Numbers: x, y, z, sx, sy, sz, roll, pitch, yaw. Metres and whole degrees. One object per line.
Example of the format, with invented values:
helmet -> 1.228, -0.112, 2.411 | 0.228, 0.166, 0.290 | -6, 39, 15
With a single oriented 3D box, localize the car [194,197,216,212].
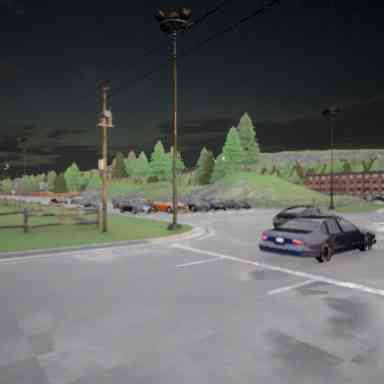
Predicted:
car -> 0.151, 1.349, 37.899 | 2.097, 1.767, 4.553 | 0, 0, -36

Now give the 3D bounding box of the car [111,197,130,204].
car -> -13.531, 1.573, 62.881 | 1.994, 1.385, 4.181 | 0, 0, -35

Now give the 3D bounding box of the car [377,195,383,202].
car -> 40.734, 1.451, 68.177 | 1.837, 1.490, 4.892 | 0, 0, 0

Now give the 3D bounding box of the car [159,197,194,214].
car -> -2.274, 1.352, 35.278 | 2.097, 1.767, 4.553 | 0, 0, -36

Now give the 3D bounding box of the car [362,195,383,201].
car -> 42.963, 1.383, 78.797 | 1.837, 1.490, 4.892 | 0, 0, -14

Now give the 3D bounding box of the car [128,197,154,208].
car -> -7.433, 1.530, 48.372 | 1.812, 1.442, 4.674 | 0, 0, -35

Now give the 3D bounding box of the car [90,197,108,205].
car -> -17.372, 1.578, 62.221 | 1.994, 1.385, 4.181 | 0, 0, -36

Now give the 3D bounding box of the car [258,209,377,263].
car -> 4.664, 1.542, 11.956 | 5.357, 1.411, 2.033 | 0, 0, -40

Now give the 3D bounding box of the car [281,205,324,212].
car -> 6.311, 1.497, 18.016 | 4.892, 1.490, 1.837 | 0, 0, -41

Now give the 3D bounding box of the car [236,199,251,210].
car -> 5.566, 1.555, 42.364 | 1.994, 1.385, 4.181 | 0, 0, -36

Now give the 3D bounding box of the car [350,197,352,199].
car -> 39.445, 1.449, 78.443 | 1.994, 1.385, 4.181 | 0, 0, -18

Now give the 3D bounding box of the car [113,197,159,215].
car -> -5.856, 1.495, 34.255 | 2.128, 1.511, 4.902 | 0, 0, -36

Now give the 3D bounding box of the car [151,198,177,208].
car -> -4.267, 1.564, 49.988 | 1.994, 1.385, 4.181 | 0, 0, -35

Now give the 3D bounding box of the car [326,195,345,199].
car -> 34.917, 1.433, 81.264 | 1.882, 1.535, 5.008 | 0, 0, -21

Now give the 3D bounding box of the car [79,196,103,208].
car -> -12.746, 1.500, 43.773 | 2.128, 1.511, 4.902 | 0, 0, -36

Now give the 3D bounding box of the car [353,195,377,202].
car -> 37.106, 1.455, 71.169 | 1.837, 1.490, 4.892 | 0, 0, -7

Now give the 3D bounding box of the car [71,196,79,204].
car -> -20.773, 1.543, 60.967 | 1.812, 1.442, 4.674 | 0, 0, -36

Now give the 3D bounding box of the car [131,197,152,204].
car -> -9.682, 1.606, 63.539 | 1.895, 1.301, 4.718 | 0, 0, -36

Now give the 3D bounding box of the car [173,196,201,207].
car -> -0.836, 1.474, 51.217 | 1.882, 1.535, 5.008 | 0, 0, -36

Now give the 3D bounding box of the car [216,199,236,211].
car -> 2.465, 1.542, 40.673 | 2.033, 1.411, 5.357 | 0, 0, -36

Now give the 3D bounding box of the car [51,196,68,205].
car -> -23.423, 1.498, 58.654 | 1.882, 1.535, 5.008 | 0, 0, -36

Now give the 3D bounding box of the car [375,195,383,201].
car -> 46.372, 1.466, 79.585 | 1.895, 1.301, 4.718 | 0, 0, -14
